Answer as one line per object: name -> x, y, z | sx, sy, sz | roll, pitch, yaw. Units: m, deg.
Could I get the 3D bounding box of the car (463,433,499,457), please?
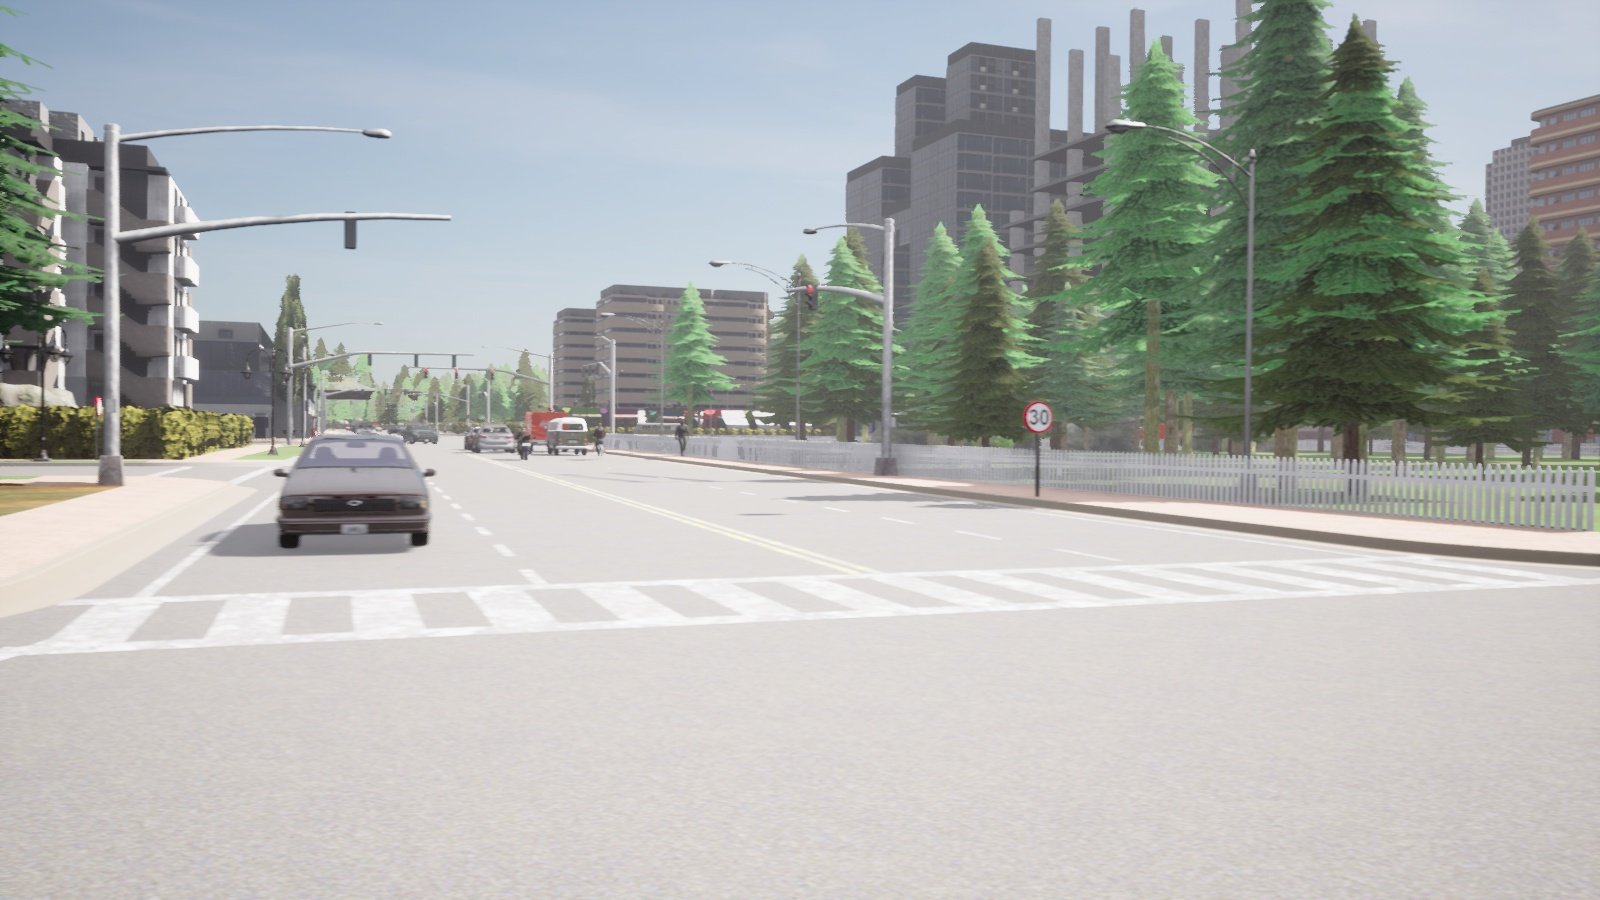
car -> -20.525, -0.329, 80.731 | 1.970, 1.475, 3.806 | -1, 1, -19

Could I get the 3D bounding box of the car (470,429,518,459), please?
car -> -17.774, -0.350, 72.743 | 2.242, 1.667, 4.611 | -1, 1, -19

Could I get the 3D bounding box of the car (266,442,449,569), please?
car -> -6.113, 0.627, 17.474 | 2.033, 1.411, 5.357 | -1, 1, -19

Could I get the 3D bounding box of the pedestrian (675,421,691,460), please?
pedestrian -> -5.653, -0.472, 60.735 | 0.563, 1.883, 0.849 | -1, 1, -18

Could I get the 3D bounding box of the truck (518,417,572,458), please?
truck -> -15.855, -0.786, 77.901 | 2.627, 2.467, 5.204 | -1, 1, -19

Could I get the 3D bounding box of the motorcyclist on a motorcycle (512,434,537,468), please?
motorcyclist on a motorcycle -> -12.819, 0.021, 58.386 | 0.866, 1.530, 2.191 | -1, 1, -19

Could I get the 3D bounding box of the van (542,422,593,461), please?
van -> -12.804, -0.465, 69.073 | 2.069, 2.038, 4.480 | -1, 1, -19
